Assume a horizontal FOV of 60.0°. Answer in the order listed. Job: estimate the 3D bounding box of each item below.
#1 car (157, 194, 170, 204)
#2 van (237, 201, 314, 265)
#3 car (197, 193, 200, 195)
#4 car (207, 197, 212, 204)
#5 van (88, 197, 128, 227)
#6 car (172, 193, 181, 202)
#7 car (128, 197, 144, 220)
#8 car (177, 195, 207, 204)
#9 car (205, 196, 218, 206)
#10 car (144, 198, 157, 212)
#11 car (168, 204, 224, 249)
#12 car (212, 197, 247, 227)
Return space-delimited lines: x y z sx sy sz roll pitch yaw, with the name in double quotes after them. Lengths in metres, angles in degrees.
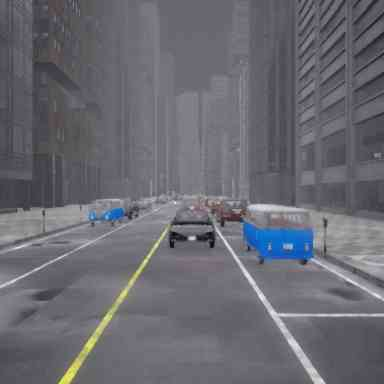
-5.762 1.452 61.879 1.967 1.590 4.097 0 0 0 "car"
2.763 1.340 11.404 1.690 1.788 3.998 0 0 0 "van"
2.763 1.595 95.541 2.008 1.369 4.403 0 0 0 "car"
2.763 1.548 33.841 1.887 1.381 4.507 0 0 0 "car"
-5.762 1.342 22.612 1.690 1.788 3.998 0 0 0 "van"
-3.000 1.471 75.939 1.837 1.490 4.892 0 0 0 "car"
-5.762 1.317 28.222 2.192 1.841 5.009 0 0 0 "car"
0.000 1.369 29.620 2.097 1.767 4.553 0 0 0 "car"
3.146 1.513 54.547 1.837 1.490 4.892 0 0 0 "car"
-5.762 1.555 39.441 2.008 1.369 4.403 0 0 0 "car"
0.000 1.496 14.650 2.128 1.511 4.902 0 0 0 "car"
2.763 1.316 22.623 2.192 1.841 5.009 0 0 0 "car"
